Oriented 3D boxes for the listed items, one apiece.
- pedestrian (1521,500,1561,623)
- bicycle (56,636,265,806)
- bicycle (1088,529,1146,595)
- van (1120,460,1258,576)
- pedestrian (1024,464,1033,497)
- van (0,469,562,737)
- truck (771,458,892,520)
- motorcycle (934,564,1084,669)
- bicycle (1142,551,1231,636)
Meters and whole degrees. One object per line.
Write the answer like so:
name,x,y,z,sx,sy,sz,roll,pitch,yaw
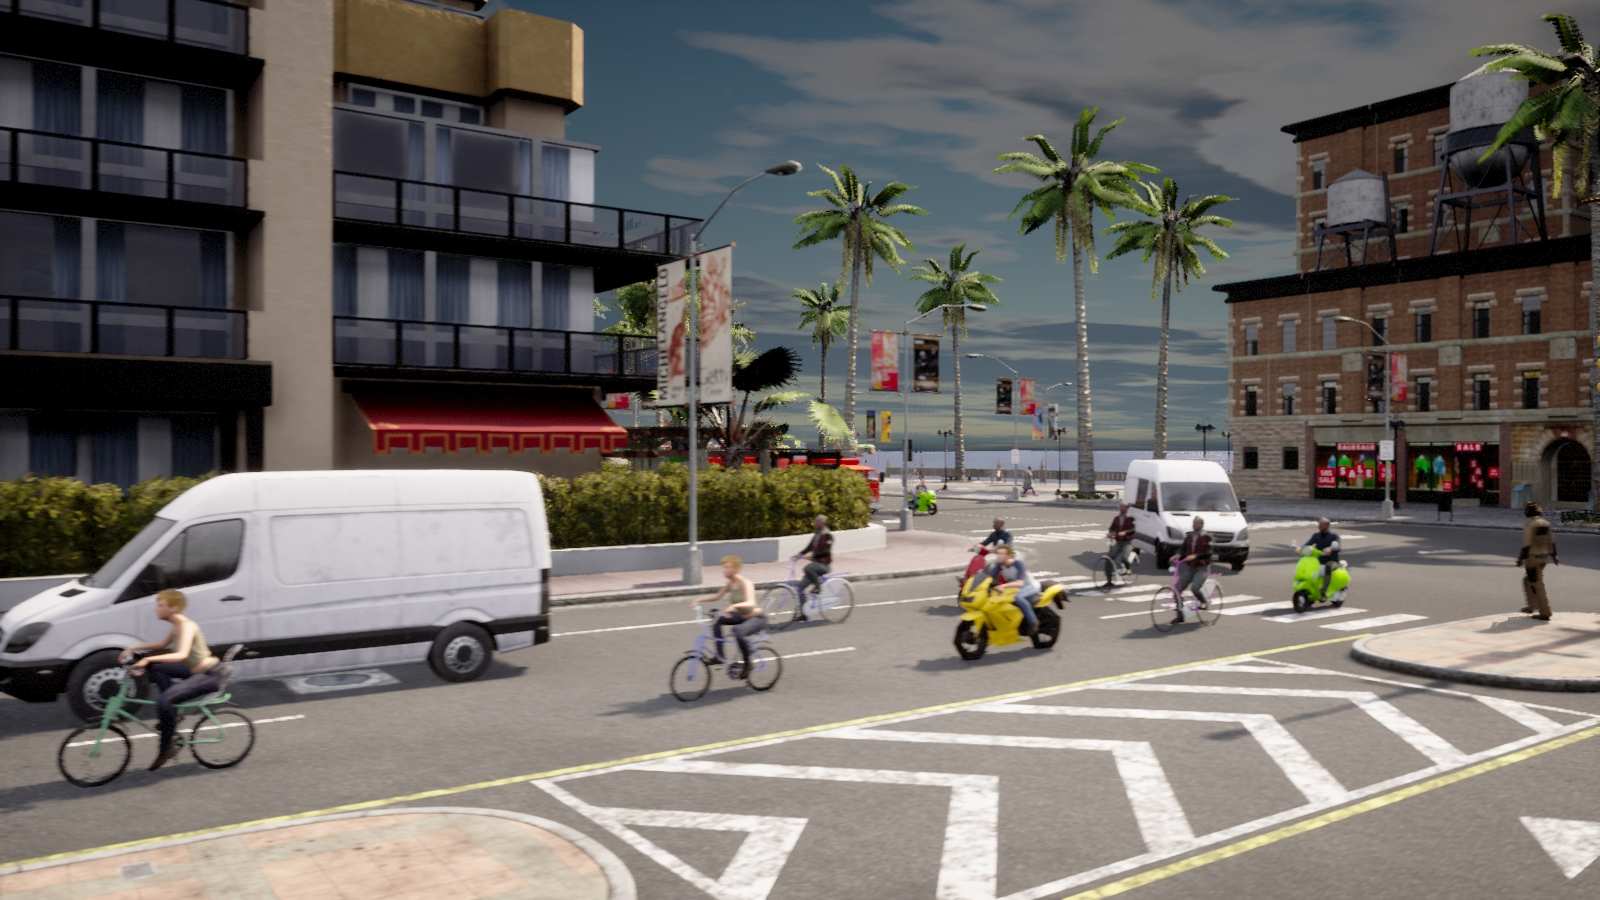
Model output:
pedestrian,11.487,1.718,17.722,0.375,1.860,0.375,0,0,-23
bicycle,-5.459,2.256,9.762,1.487,1.080,0.859,0,0,-35
bicycle,6.354,2.222,22.854,0.329,1.171,1.835,0,0,42
van,9.597,1.550,28.717,1.988,2.561,5.915,0,0,6
pedestrian,12.841,1.725,64.240,0.375,1.860,0.375,0,0,-43
van,-6.016,1.536,13.596,5.915,2.561,1.988,0,0,-34
truck,1.280,1.582,49.122,2.627,2.467,5.204,0,0,-34
motorcycle,2.857,2.220,15.523,2.033,1.145,0.803,0,0,-35
bicycle,6.079,2.220,17.921,1.835,1.171,0.329,0,0,-36
